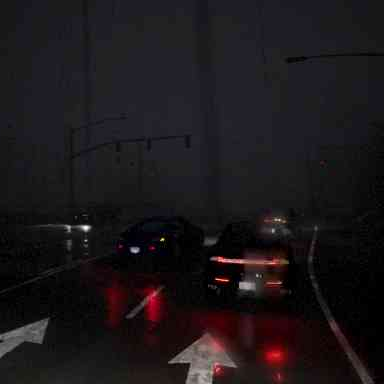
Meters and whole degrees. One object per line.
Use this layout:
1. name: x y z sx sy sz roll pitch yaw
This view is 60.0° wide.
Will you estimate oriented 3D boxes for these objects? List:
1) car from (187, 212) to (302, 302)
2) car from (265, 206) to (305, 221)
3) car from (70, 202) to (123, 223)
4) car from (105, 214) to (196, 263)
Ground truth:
1. car: 1.564 1.492 8.392 2.128 1.511 4.902 0 0 13
2. car: 4.647 1.505 17.268 1.837 1.490 4.892 0 0 21
3. car: -7.246 1.547 25.615 1.837 1.490 4.892 0 0 22
4. car: -0.962 1.526 11.965 1.812 1.442 4.674 0 0 18
